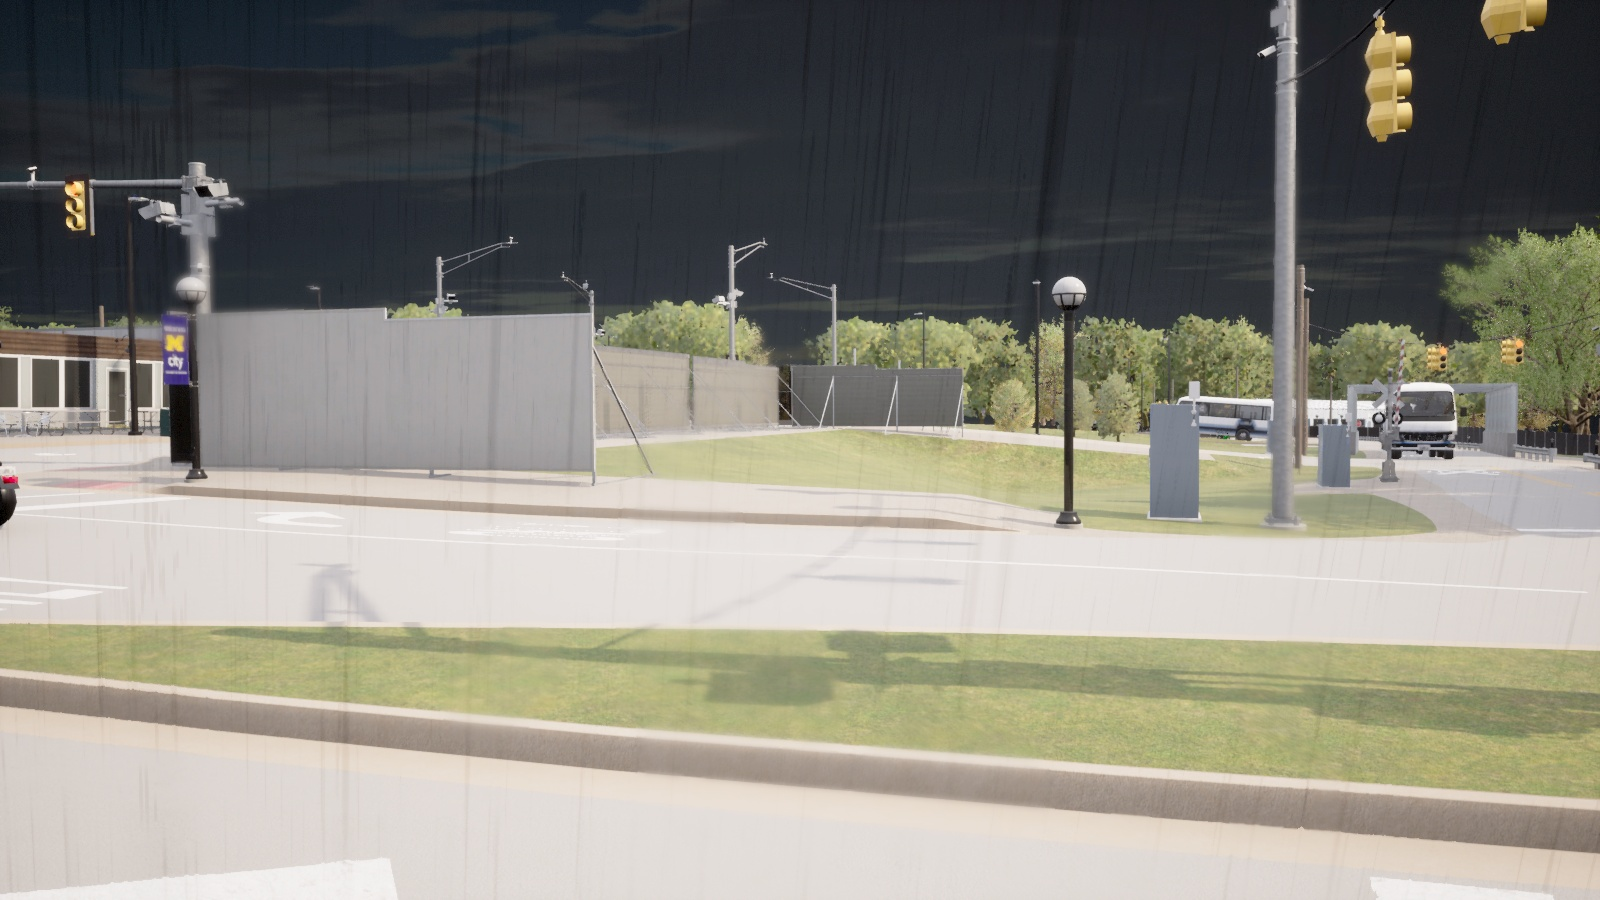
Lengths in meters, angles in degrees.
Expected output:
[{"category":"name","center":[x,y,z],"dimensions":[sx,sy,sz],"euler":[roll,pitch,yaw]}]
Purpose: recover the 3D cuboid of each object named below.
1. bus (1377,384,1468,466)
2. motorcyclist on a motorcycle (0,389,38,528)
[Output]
[{"category":"bus","center":[35.189,-1.374,71.376],"dimensions":[3.944,4.253,10.273],"euler":[1,1,23]},{"category":"motorcyclist on a motorcycle","center":[-10.608,0.053,15.368],"dimensions":[2.350,1.649,0.766],"euler":[2,2,15]}]
